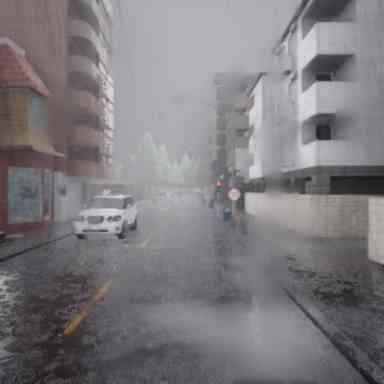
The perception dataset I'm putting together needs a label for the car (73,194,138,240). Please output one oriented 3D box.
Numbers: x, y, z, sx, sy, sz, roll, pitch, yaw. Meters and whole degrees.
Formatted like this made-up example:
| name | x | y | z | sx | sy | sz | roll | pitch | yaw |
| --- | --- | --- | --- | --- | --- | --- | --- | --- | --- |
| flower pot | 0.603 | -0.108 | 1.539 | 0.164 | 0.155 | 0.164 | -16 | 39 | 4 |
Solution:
| name | x | y | z | sx | sy | sz | roll | pitch | yaw |
| --- | --- | --- | --- | --- | --- | --- | --- | --- | --- |
| car | -4.129 | 1.149 | 16.915 | 2.150 | 2.045 | 5.566 | 0 | 0 | 0 |
